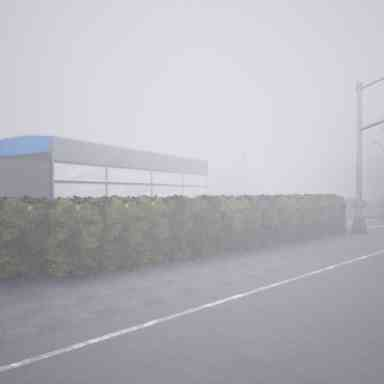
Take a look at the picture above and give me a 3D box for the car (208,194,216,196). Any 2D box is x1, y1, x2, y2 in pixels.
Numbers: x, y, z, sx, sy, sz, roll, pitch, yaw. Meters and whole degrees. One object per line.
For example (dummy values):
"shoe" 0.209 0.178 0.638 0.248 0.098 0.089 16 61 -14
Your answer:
"car" 4.481 1.298 85.273 4.514 1.523 2.007 0 0 -41

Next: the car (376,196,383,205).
"car" 31.502 1.384 53.928 3.806 1.475 1.970 0 0 -41

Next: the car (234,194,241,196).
"car" 8.906 1.298 63.555 4.514 1.523 2.007 0 0 -41

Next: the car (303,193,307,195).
"car" 24.932 1.077 72.649 3.866 1.878 1.905 0 0 -41

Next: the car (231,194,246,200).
"car" 12.221 1.232 87.059 3.806 1.475 1.970 0 0 -41

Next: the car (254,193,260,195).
"car" 16.631 1.154 82.385 5.027 1.636 2.152 0 0 -41

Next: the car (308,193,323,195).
"car" 27.130 1.097 70.705 4.605 1.855 1.932 0 0 -41

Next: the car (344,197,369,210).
"car" 19.277 1.339 39.577 4.514 1.523 2.007 0 0 -41
